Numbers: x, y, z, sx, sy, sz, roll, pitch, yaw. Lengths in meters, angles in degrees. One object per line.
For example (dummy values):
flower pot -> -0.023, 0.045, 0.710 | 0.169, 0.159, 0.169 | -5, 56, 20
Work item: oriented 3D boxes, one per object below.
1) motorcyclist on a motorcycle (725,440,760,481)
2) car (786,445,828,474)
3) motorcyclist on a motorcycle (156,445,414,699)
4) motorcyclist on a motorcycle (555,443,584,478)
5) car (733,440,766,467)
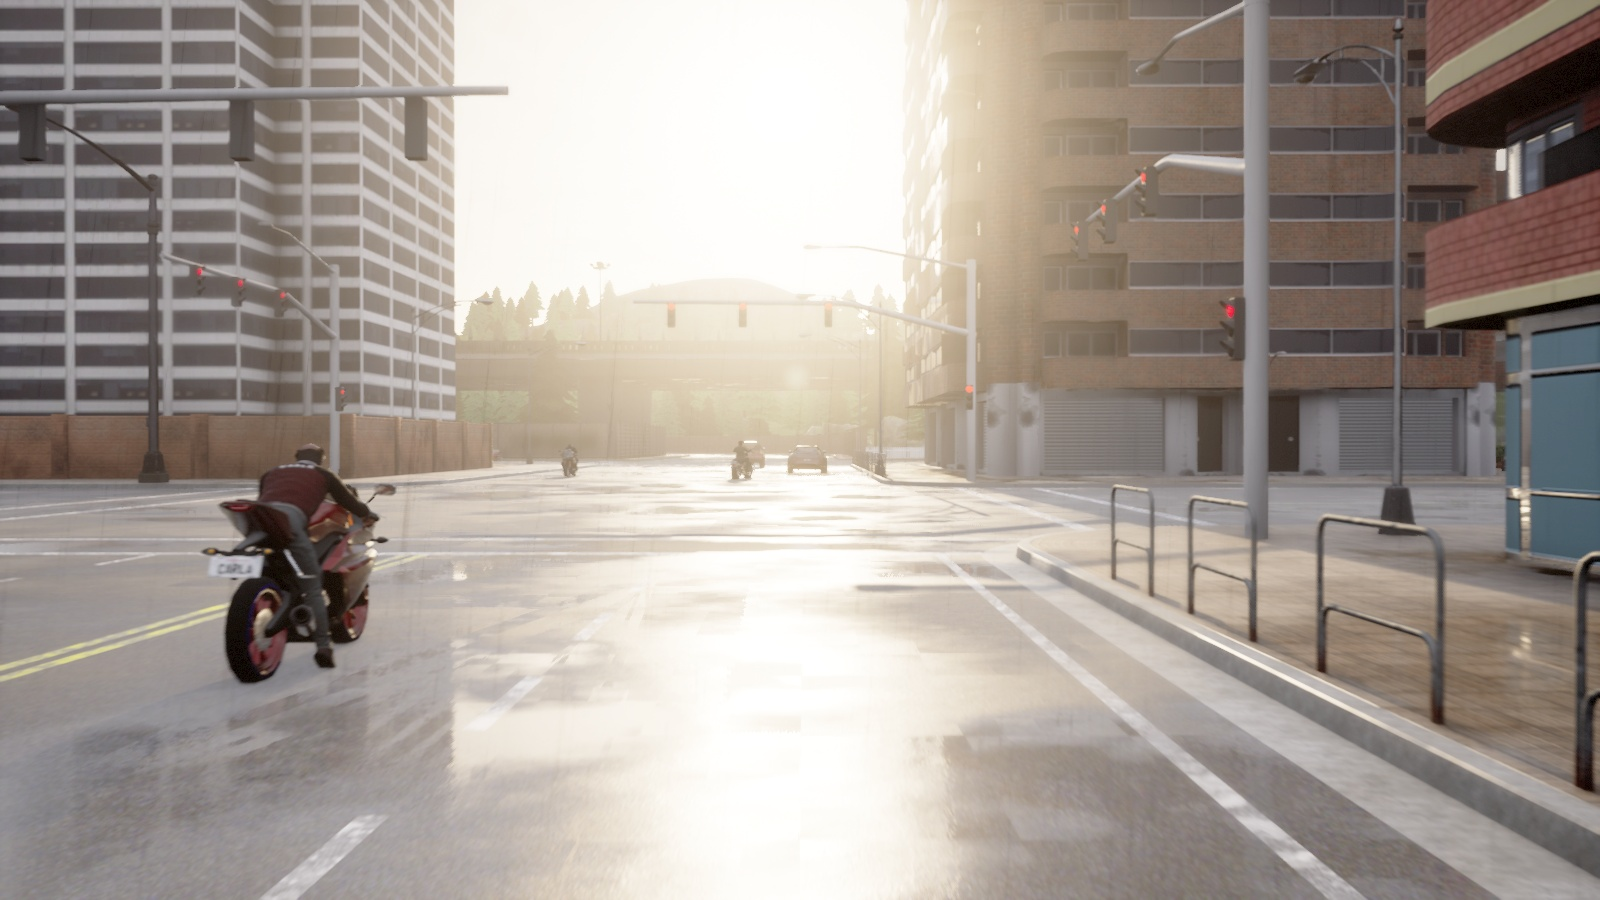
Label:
motorcyclist on a motorcycle -> -2.369, 0.402, 51.857 | 0.766, 1.649, 2.350 | 0, 0, 15
car -> 0.366, 0.455, 62.938 | 1.994, 1.385, 4.181 | 0, 0, 1
motorcyclist on a motorcycle -> -3.436, 0.730, 8.652 | 0.866, 1.530, 2.191 | 0, 0, 0
motorcyclist on a motorcycle -> -10.174, 0.461, 55.428 | 0.866, 1.530, 2.191 | 0, 0, 0
car -> -3.056, 0.207, 77.176 | 1.851, 1.617, 3.988 | 0, 0, 0
